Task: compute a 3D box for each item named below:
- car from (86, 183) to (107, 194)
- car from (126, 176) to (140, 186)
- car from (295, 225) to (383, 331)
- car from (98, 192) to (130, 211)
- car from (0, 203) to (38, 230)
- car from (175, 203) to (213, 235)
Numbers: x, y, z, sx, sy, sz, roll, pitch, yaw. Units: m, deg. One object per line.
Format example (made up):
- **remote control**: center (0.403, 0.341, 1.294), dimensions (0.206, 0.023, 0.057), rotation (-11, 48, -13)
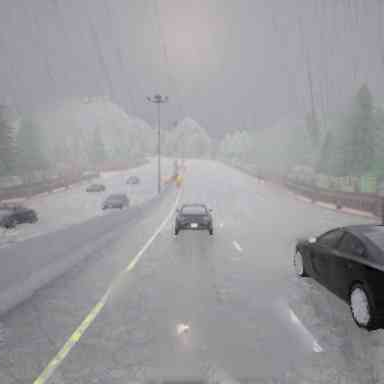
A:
- **car**: center (-14.079, -0.548, 48.919), dimensions (1.895, 1.301, 4.718), rotation (0, 7, 0)
- **car**: center (-10.527, -2.044, 59.766), dimensions (2.128, 1.511, 4.902), rotation (0, 7, 1)
- **car**: center (3.598, 1.390, 6.700), dimensions (1.882, 1.535, 5.008), rotation (0, 1, 0)
- **car**: center (-7.097, 0.891, 31.363), dimensions (1.837, 1.490, 4.892), rotation (0, 2, 0)
- **car**: center (-10.600, 1.320, 19.015), dimensions (1.994, 1.385, 4.181), rotation (0, 1, 0)
- **car**: center (0.094, 1.303, 17.196), dimensions (1.812, 1.442, 4.674), rotation (0, 1, 0)
